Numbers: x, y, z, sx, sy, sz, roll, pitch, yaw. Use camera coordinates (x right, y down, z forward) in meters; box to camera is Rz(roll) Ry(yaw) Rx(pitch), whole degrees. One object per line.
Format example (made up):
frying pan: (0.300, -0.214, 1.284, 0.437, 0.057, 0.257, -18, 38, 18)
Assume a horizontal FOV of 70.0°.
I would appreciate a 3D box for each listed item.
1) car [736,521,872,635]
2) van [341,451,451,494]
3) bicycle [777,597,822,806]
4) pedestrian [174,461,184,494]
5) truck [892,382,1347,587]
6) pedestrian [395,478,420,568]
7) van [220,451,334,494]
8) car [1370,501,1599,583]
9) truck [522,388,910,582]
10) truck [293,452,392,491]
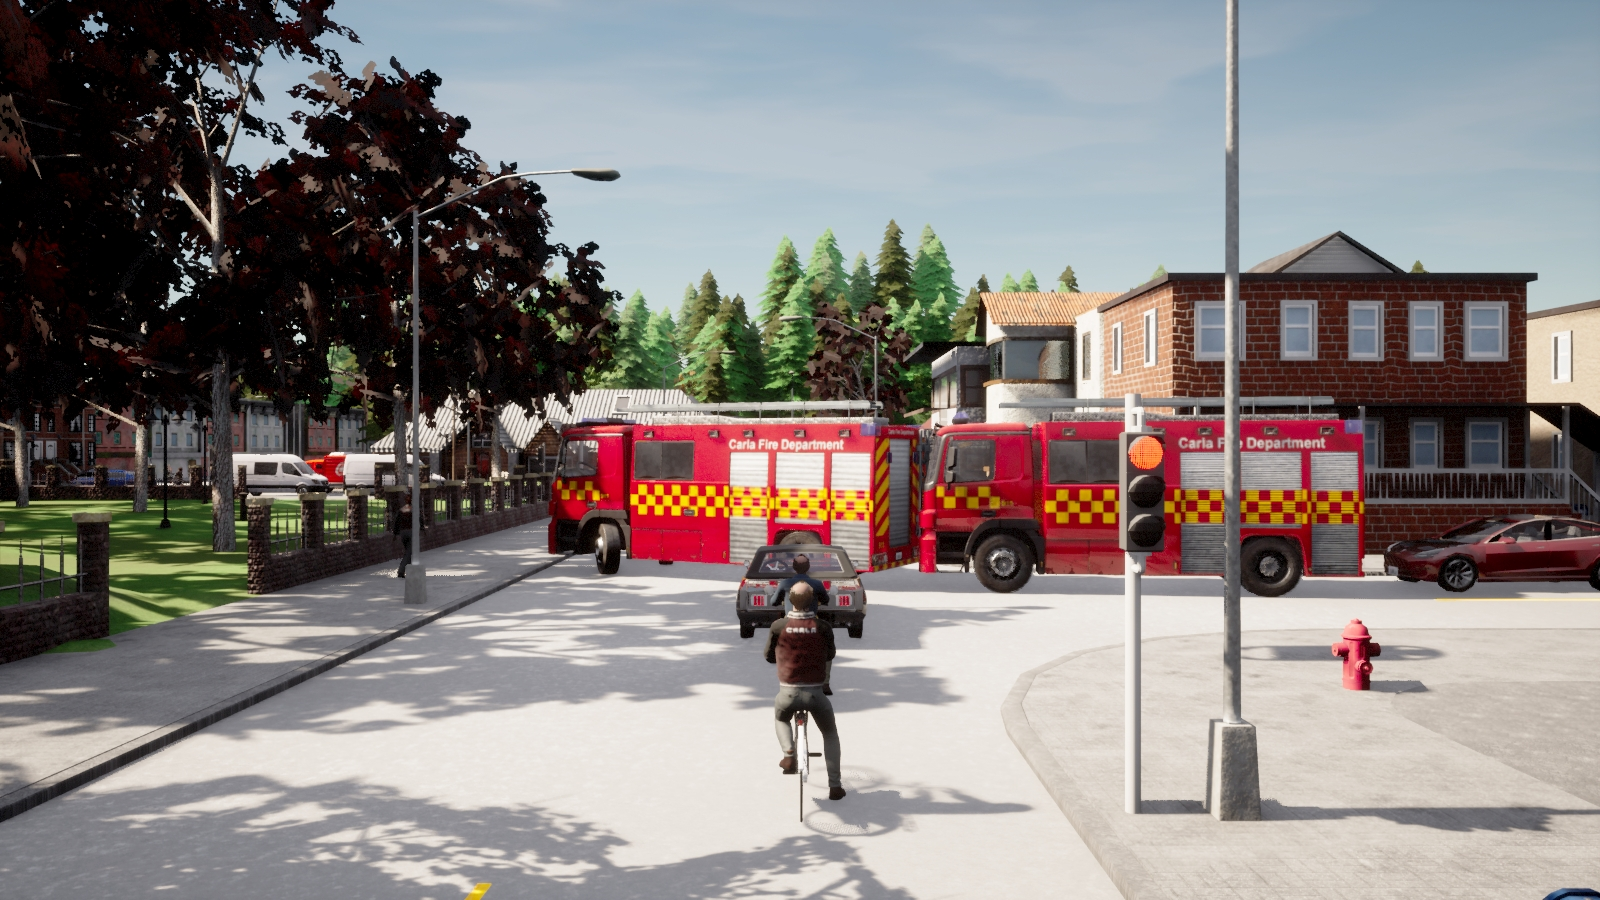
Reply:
car: (0.052, 1.935, 18.331, 1.895, 1.301, 4.718, 0, 0, 0)
van: (-24.299, 1.314, 68.785, 5.915, 2.561, 1.988, 0, 0, 1)
bicycle: (-0.005, 1.940, 9.200, 0.329, 1.271, 1.835, 0, 0, 0)
pedestrian: (-34.445, 1.523, 63.390, 0.375, 1.860, 0.375, 0, 0, 0)
truck: (6.191, 0.669, 23.309, 8.468, 3.827, 2.891, 0, 0, 7)
pedestrian: (-8.200, 1.525, 23.894, 0.375, 1.860, 0.375, 0, 0, 6)
van: (-31.465, 1.314, 68.839, 5.915, 2.561, 1.988, 0, 0, 1)
car: (14.595, 1.843, 23.389, 4.792, 1.488, 2.163, 0, 0, 0)
truck: (-2.010, 0.672, 25.772, 8.468, 3.827, 2.891, 0, 0, 28)
truck: (-29.092, 1.345, 72.766, 5.204, 2.467, 2.627, 0, 0, 0)
